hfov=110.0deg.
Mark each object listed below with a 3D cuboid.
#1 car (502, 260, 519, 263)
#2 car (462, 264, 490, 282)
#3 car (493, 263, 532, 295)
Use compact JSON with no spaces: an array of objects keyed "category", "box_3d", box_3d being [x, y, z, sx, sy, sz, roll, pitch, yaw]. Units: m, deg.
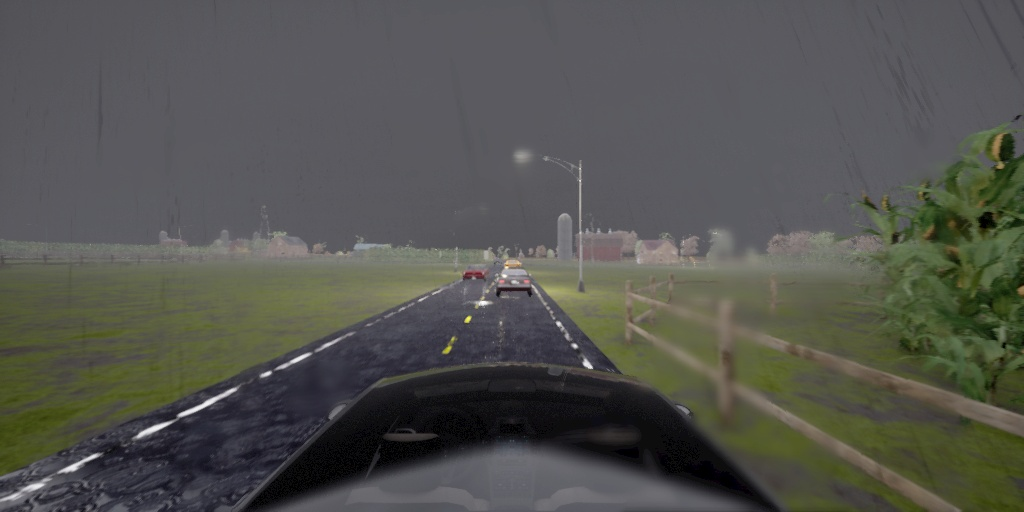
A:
[{"category":"car","box_3d":[0.097,1.220,42.428,1.882,1.535,5.008,0,0,0]},{"category":"car","box_3d":[-2.848,1.339,28.863,1.895,1.301,4.718,0,0,0]},{"category":"car","box_3d":[0.098,1.286,19.437,2.033,1.411,5.357,0,0,0]}]
